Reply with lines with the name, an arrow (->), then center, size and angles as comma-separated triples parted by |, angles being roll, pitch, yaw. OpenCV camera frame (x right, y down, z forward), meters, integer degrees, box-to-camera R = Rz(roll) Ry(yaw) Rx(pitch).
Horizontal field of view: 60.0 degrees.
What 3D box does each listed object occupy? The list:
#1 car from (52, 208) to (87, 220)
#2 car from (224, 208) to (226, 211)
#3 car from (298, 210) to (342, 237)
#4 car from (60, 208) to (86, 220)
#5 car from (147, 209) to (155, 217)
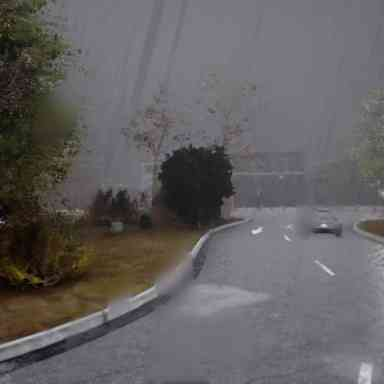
car -> -17.376, 3.113, 47.112 | 4.181, 1.385, 1.994 | -3, -1, 9
car -> 2.464, 2.264, 43.562 | 4.181, 1.385, 1.994 | -2, -1, 16
car -> 7.337, 1.735, 19.335 | 1.994, 1.385, 4.181 | -1, -1, 13
car -> -13.607, 2.709, 41.157 | 1.946, 1.575, 5.366 | -3, -1, 9
car -> -5.181, 2.364, 40.001 | 2.231, 1.521, 4.892 | -2, -1, 9
